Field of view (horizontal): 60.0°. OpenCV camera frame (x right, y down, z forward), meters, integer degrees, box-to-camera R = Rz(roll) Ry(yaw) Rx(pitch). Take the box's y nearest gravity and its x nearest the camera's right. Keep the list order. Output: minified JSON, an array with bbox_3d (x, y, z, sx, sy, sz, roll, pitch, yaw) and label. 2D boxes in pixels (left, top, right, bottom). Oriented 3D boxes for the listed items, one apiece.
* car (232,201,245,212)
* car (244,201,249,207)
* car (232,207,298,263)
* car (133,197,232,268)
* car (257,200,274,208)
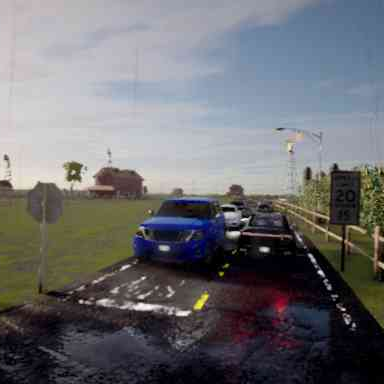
[{"bbox_3d":[2.272,1.570,22.020,1.812,1.442,4.674,2,0,12],"label":"car"},{"bbox_3d":[4.408,1.612,32.161,1.837,1.490,4.892,2,0,12],"label":"car"},{"bbox_3d":[2.892,1.560,12.499,2.128,1.511,4.902,2,0,16],"label":"car"},{"bbox_3d":[-0.107,1.205,11.731,2.150,2.045,5.566,2,0,14],"label":"car"},{"bbox_3d":[9.023,1.741,40.914,2.128,1.511,4.902,2,0,11],"label":"car"}]
